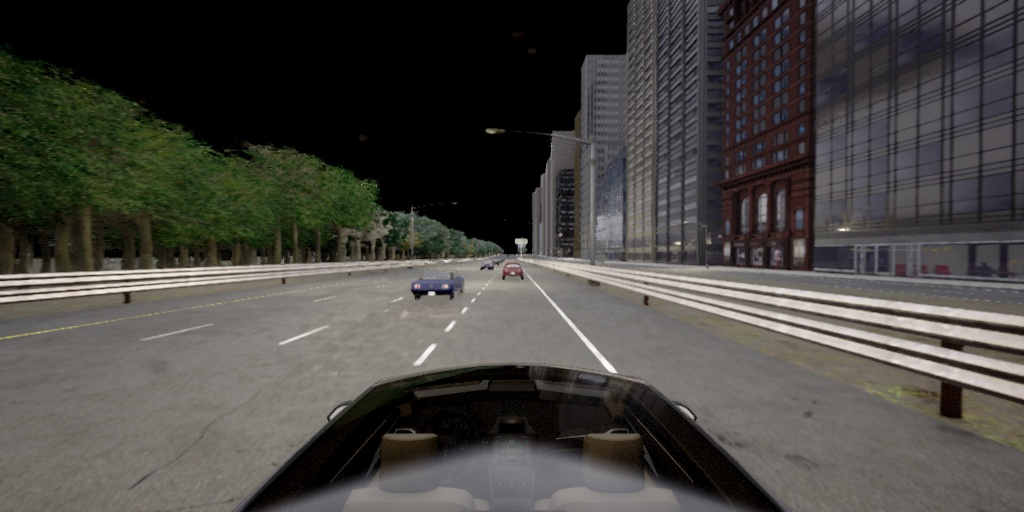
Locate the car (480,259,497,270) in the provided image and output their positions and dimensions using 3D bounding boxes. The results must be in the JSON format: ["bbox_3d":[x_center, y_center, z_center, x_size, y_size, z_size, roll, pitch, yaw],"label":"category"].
[{"bbox_3d":[-3.608,1.447,53.533,1.895,1.301,4.718,0,0,0],"label":"car"}]

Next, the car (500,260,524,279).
[{"bbox_3d":[0.070,1.323,33.265,1.812,1.442,4.674,0,0,0],"label":"car"}]

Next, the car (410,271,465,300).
[{"bbox_3d":[-3.502,1.364,17.859,1.895,1.301,4.718,0,0,0],"label":"car"}]
